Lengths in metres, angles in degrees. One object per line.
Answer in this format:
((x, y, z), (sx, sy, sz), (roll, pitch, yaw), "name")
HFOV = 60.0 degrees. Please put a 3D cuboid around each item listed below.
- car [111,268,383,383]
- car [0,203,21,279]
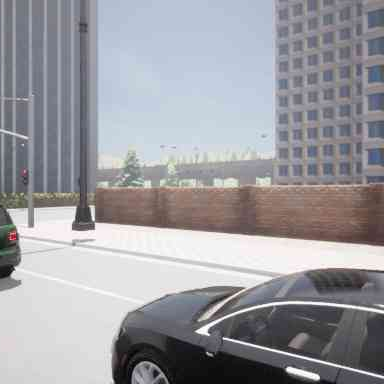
((1.328, 1.505, 3.046), (4.892, 1.490, 1.837), (0, 0, 36), "car")
((-6.748, 1.221, 8.791), (5.566, 2.045, 2.150), (0, 0, 35), "car")
